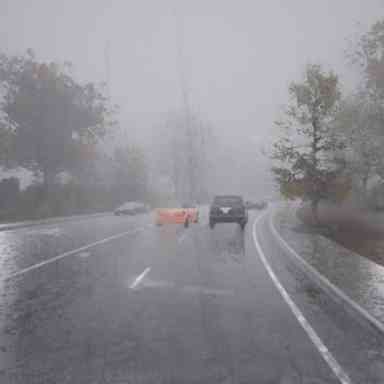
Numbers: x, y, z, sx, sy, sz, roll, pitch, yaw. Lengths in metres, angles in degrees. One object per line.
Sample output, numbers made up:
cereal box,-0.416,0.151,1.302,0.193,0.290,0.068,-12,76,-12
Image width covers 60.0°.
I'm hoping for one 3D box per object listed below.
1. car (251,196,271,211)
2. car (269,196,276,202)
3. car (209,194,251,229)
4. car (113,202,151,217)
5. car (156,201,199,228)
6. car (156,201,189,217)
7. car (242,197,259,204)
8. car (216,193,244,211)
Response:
car,8.008,1.559,40.432,1.895,1.301,4.718,-1,0,21
car,16.087,1.476,70.017,1.812,1.442,4.674,-2,-1,36
car,2.463,1.215,21.670,2.150,2.045,5.566,-1,0,12
car,-5.796,1.676,33.019,2.033,1.411,5.357,-1,0,16
car,-0.873,1.375,22.686,2.097,1.767,4.553,-1,0,11
car,-1.883,1.648,33.658,1.994,1.385,4.181,-1,0,17
car,12.473,1.727,70.969,1.895,1.301,4.718,-2,-1,33
car,4.964,1.248,42.277,2.150,2.045,5.566,-1,0,21
